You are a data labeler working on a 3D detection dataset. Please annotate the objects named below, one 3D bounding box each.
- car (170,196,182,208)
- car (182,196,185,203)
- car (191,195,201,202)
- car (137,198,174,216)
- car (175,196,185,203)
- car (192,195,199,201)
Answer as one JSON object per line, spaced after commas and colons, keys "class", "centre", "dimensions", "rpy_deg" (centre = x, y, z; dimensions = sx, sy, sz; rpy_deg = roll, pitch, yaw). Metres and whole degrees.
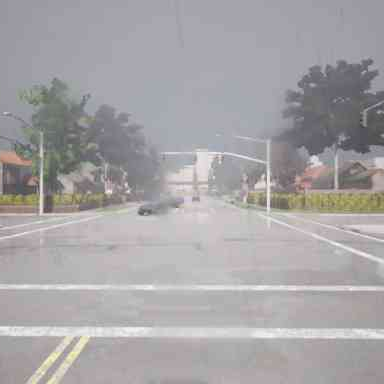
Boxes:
{"class": "car", "centre": [-2.840, 1.549, 47.807], "dimensions": [1.837, 1.490, 4.892], "rpy_deg": [0, 0, 0]}
{"class": "car", "centre": [-2.729, 1.604, 60.770], "dimensions": [2.033, 1.411, 5.357], "rpy_deg": [0, 0, 1]}
{"class": "car", "centre": [0.958, 1.574, 79.106], "dimensions": [1.837, 1.490, 4.892], "rpy_deg": [0, 0, 0]}
{"class": "car", "centre": [-3.690, 1.578, 32.929], "dimensions": [2.033, 1.411, 5.357], "rpy_deg": [0, 0, 11]}
{"class": "car", "centre": [-2.593, 1.544, 71.424], "dimensions": [1.882, 1.535, 5.008], "rpy_deg": [0, 0, 0]}
{"class": "car", "centre": [1.025, 1.598, 89.504], "dimensions": [1.812, 1.442, 4.674], "rpy_deg": [0, 0, 0]}
